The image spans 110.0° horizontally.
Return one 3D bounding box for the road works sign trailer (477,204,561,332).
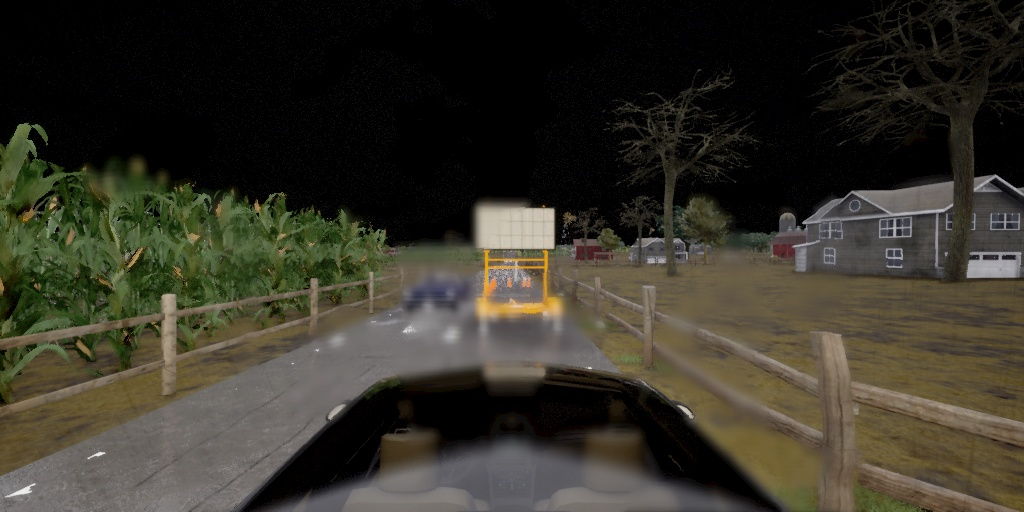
[{"bbox_3d":[0.121,0.227,11.037,2.380,3.560,2.880,0,0,-5],"label":"road works sign trailer"}]
